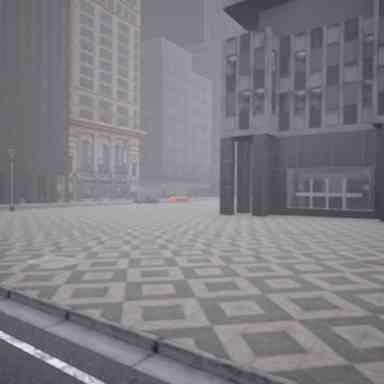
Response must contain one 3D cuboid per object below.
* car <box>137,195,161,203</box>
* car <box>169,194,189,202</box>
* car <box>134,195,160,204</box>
[{"bbox_3d":[-8.449,1.381,65.354,1.837,1.490,4.892,1,1,35],"label":"car"},{"bbox_3d":[-2.643,1.247,68.350,2.097,1.767,4.553,1,1,35],"label":"car"},{"bbox_3d":[-8.183,1.484,60.449,2.033,1.411,5.357,1,1,36],"label":"car"}]
